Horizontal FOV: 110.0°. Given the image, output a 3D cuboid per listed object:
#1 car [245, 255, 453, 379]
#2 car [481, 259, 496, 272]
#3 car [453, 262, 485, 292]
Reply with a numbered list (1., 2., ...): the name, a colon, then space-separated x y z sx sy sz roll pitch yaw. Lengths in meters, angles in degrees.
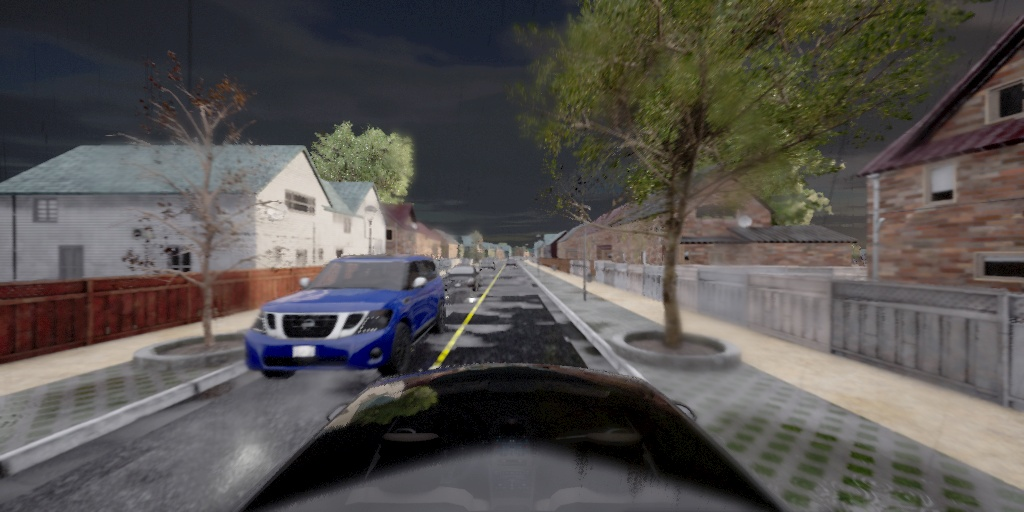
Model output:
1. car: -2.865 0.979 7.690 2.150 2.045 5.566 0 0 0
2. car: -2.842 0.999 42.240 2.033 1.411 5.357 0 0 0
3. car: -2.863 1.276 21.373 1.812 1.442 4.674 0 0 0
